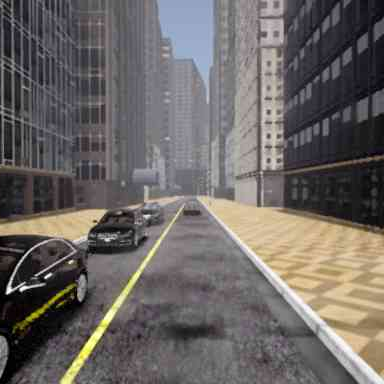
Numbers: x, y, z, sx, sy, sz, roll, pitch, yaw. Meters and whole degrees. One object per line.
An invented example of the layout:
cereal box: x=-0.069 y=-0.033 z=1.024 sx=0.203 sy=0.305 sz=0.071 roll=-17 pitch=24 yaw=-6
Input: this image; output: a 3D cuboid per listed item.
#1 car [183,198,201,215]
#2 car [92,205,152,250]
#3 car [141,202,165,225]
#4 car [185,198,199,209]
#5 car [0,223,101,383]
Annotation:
car: x=0.017 y=1.600 z=34.821 sx=2.033 sy=1.411 sz=5.357 roll=0 pitch=0 yaw=0
car: x=-3.088 y=1.529 z=14.611 sx=1.837 sy=1.490 sz=4.892 roll=0 pitch=0 yaw=0
car: x=-3.079 y=1.531 z=24.550 sx=2.128 sy=1.511 sz=4.902 roll=0 pitch=0 yaw=0
car: x=0.037 y=1.603 z=46.923 sx=1.812 sy=1.442 sz=4.674 roll=0 pitch=0 yaw=0
car: x=-3.093 y=1.516 z=5.219 sx=1.837 sy=1.490 sz=4.892 roll=0 pitch=0 yaw=0
